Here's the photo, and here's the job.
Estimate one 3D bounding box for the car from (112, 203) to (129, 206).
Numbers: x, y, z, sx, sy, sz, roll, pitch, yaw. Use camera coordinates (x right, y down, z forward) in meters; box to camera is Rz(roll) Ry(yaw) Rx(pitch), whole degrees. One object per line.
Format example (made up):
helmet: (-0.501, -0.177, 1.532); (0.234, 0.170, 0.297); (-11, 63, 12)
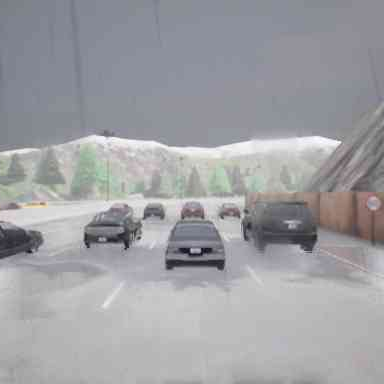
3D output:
car: (-6.931, 1.807, 32.401); (1.812, 1.442, 4.674); (0, 0, 0)

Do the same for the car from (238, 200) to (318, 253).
car: (3.587, 1.348, 14.542); (2.150, 2.045, 5.566); (0, -1, 0)

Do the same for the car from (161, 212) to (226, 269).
car: (0.090, 1.648, 11.461); (2.033, 1.411, 5.357); (0, 0, 0)

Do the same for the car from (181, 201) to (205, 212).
car: (0.071, 1.620, 30.891); (2.097, 1.767, 4.553); (0, 0, 0)

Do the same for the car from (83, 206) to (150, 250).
car: (-3.414, 1.623, 15.096); (2.128, 1.511, 4.902); (0, 0, 0)

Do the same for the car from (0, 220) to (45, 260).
car: (-6.910, 1.644, 11.053); (2.033, 1.411, 5.357); (0, 0, 0)

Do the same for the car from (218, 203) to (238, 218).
car: (3.570, 1.806, 32.329); (1.812, 1.442, 4.674); (0, 0, 0)

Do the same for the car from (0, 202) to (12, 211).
car: (-21.116, 1.853, 37.783); (1.812, 1.442, 4.674); (0, -1, 0)

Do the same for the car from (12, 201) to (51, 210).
car: (-17.616, 1.801, 37.276); (1.882, 1.535, 5.008); (0, -1, 0)

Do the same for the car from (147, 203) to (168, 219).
car: (-3.429, 1.776, 31.306); (1.837, 1.490, 4.892); (0, 0, 0)
